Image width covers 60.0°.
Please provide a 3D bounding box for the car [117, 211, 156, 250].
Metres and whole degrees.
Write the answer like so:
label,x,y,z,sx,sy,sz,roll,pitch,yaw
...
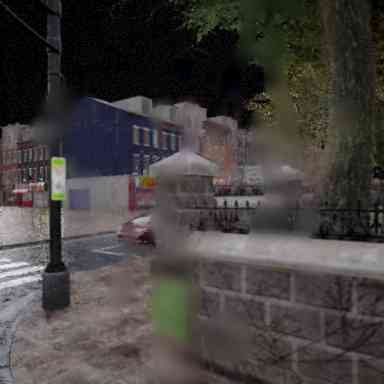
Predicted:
label,x,y,z,sx,sy,sz,roll,pitch,yaw
car,-1.115,1.404,13.289,1.802,1.307,4.206,0,1,36
